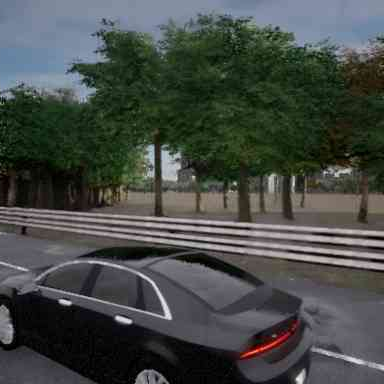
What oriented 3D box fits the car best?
[{"bbox_3d":[-0.932,1.505,4.570,4.892,1.490,1.837,0,0,36],"label":"car"}]
